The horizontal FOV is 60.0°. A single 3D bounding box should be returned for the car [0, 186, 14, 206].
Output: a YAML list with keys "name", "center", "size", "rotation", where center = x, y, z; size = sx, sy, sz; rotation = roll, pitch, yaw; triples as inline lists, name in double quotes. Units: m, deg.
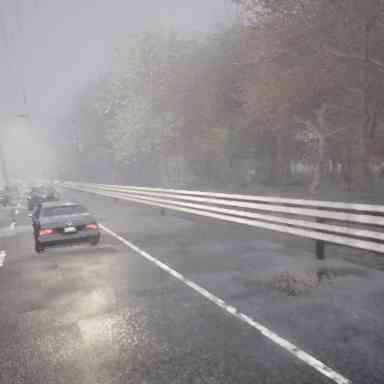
- name: "car"
  center: [-17.005, 0.521, 28.846]
  size: [2.033, 1.411, 5.357]
  rotation: [-5, 4, -26]

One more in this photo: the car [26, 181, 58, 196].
- name: "car"
  center: [-11.181, 0.278, 24.923]
  size: [2.097, 1.767, 4.553]
  rotation: [-5, 4, -26]

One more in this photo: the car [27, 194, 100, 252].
- name: "car"
  center: [-4.522, 1.003, 11.523]
  size: [2.033, 1.411, 5.357]
  rotation: [-5, 4, -26]

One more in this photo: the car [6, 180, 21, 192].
- name: "car"
  center: [-31.303, -0.705, 57.670]
  size: [1.882, 1.535, 5.008]
  rotation: [-5, 4, -26]
